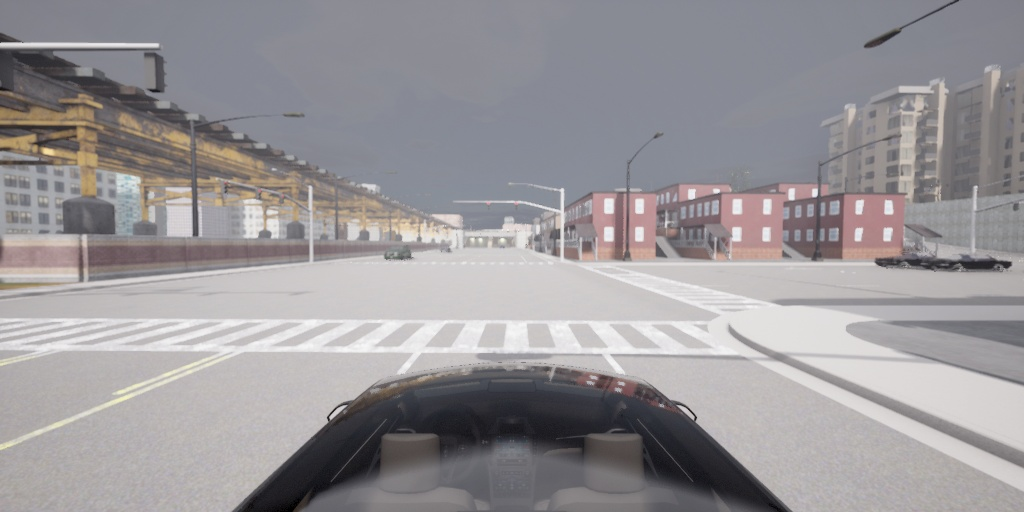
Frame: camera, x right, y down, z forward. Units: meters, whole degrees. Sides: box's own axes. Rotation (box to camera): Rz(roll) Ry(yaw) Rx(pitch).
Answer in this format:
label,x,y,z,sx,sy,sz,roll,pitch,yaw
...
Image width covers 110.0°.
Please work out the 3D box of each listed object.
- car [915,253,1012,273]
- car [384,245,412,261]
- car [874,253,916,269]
label,x,y,z,sx,sy,sz,roll,pitch,yaw
car,33.360,0.525,26.463,4.718,1.301,1.895,0,2,0
car,-14.147,-0.372,44.832,2.150,2.045,5.566,0,3,0
car,33.373,0.407,29.961,4.718,1.301,1.895,0,2,0
